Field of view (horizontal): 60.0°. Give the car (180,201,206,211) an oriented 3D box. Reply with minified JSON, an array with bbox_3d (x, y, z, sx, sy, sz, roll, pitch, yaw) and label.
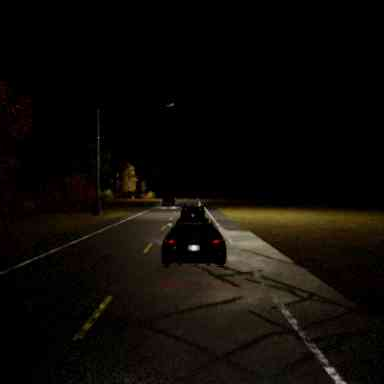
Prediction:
[{"bbox_3d":[0.064,1.465,26.523,2.128,1.511,4.902,0,0,0],"label":"car"}]

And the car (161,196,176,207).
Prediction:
[{"bbox_3d":[-3.580,1.453,51.274,1.837,1.490,4.892,0,0,0],"label":"car"}]

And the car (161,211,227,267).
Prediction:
[{"bbox_3d":[0.067,1.551,11.444,1.994,1.385,4.181,0,0,0],"label":"car"}]
